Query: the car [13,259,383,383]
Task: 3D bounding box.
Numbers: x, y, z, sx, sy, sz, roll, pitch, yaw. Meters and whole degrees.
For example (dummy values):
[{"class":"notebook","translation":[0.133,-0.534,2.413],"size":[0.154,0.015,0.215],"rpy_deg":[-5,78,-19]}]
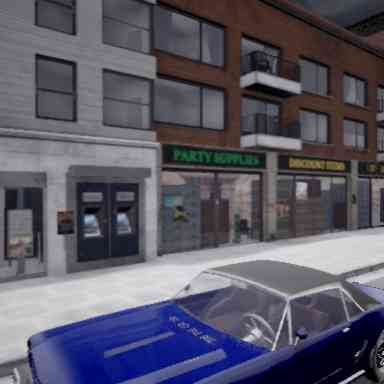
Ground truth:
[{"class":"car","translation":[0.639,1.590,3.837],"size":[4.718,1.301,1.895],"rpy_deg":[0,0,-36]}]
